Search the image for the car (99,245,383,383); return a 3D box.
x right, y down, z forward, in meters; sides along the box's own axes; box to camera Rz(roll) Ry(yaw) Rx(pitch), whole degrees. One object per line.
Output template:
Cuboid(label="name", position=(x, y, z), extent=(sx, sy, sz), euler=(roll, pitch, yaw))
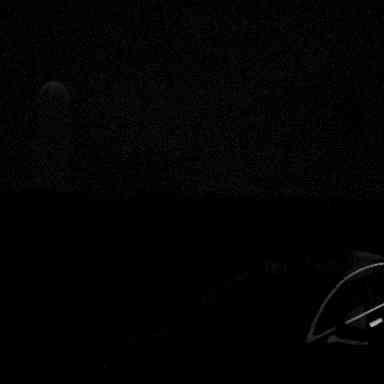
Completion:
Cuboid(label="car", position=(1.364, 1.507, 4.043), extent=(4.892, 1.490, 1.837), euler=(0, 0, -35))
